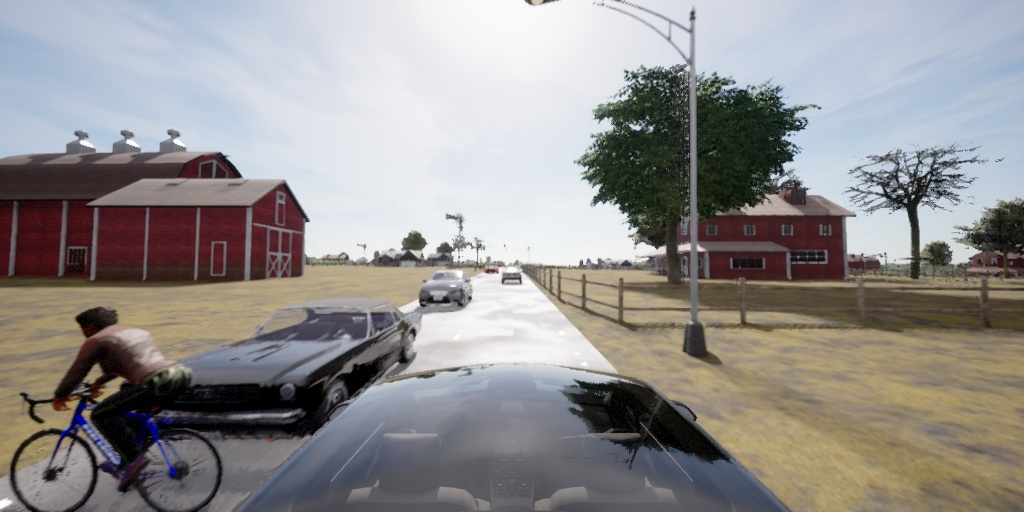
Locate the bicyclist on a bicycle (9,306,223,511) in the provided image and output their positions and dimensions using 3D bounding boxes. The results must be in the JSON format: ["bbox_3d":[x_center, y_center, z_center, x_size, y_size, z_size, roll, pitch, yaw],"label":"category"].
[{"bbox_3d":[-3.062,1.215,2.781,1.656,1.620,0.582,0,-1,0],"label":"bicyclist on a bicycle"}]

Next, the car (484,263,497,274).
[{"bbox_3d":[-2.988,1.785,53.069,2.097,1.767,4.553,0,-1,0],"label":"car"}]

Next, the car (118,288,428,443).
[{"bbox_3d":[-2.856,1.392,5.540,1.895,1.301,4.718,0,-1,0],"label":"car"}]

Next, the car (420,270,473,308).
[{"bbox_3d":[-2.882,1.404,16.414,2.128,1.511,4.902,0,-1,0],"label":"car"}]

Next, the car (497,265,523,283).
[{"bbox_3d":[0.008,1.652,32.162,2.033,1.411,5.357,0,-1,1],"label":"car"}]
